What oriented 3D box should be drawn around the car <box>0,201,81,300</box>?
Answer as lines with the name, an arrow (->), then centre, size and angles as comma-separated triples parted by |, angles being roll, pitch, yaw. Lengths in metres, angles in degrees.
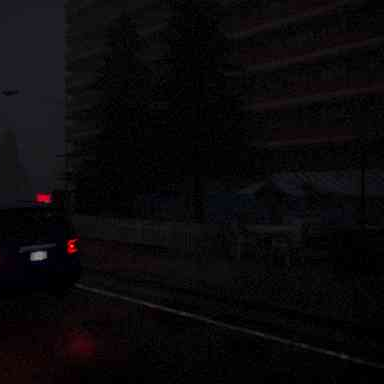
car -> -4.785, 1.217, 7.649 | 5.566, 2.045, 2.150 | 0, 0, 40
